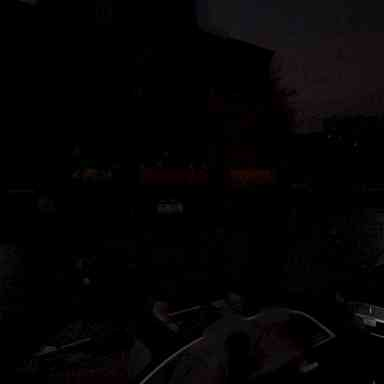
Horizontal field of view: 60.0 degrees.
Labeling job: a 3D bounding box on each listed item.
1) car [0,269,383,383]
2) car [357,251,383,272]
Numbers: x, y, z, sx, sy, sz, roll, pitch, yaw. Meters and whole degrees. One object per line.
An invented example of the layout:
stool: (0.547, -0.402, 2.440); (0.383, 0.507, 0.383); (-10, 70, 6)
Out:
car: (-0.225, 1.550, 2.674); (4.403, 1.369, 2.008); (0, -2, -35)
car: (4.214, 1.549, 5.835); (4.403, 1.369, 2.008); (0, -2, -35)
